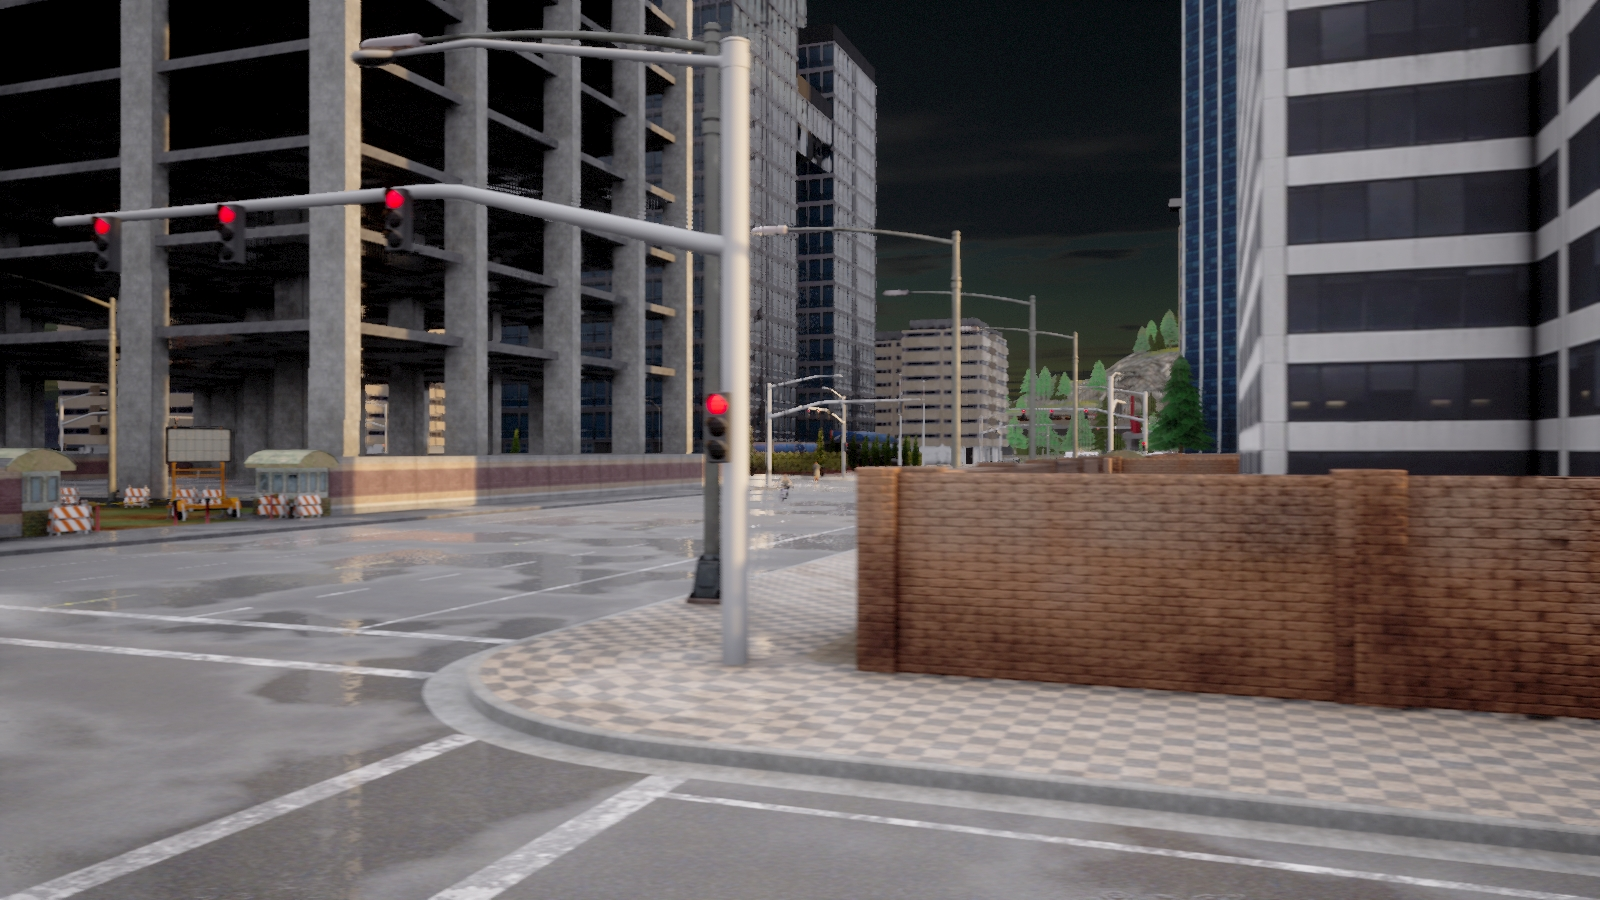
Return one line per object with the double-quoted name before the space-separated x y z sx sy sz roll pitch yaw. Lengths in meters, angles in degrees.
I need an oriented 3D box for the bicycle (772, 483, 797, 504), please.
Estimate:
"bicycle" -0.805 2.259 59.571 0.859 1.080 1.487 0 0 20
